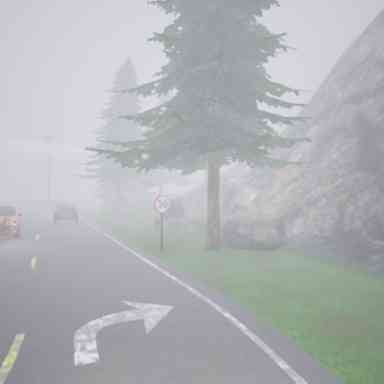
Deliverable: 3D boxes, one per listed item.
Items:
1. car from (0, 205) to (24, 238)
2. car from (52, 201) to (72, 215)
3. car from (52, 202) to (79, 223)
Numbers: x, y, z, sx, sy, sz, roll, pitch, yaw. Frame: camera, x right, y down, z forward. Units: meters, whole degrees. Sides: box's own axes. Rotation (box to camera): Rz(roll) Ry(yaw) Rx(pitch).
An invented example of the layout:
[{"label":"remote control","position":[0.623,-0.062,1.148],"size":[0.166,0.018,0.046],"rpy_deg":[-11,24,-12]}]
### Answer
[{"label":"car","position":[-10.419,1.513,18.142],"size":[2.097,1.767,4.553],"rpy_deg":[0,0,-24]},{"label":"car","position":[-15.683,1.888,40.029],"size":[2.033,1.411,5.357],"rpy_deg":[0,0,-22]},{"label":"car","position":[-10.575,1.729,27.796],"size":[2.128,1.511,4.902],"rpy_deg":[0,0,-23]}]
